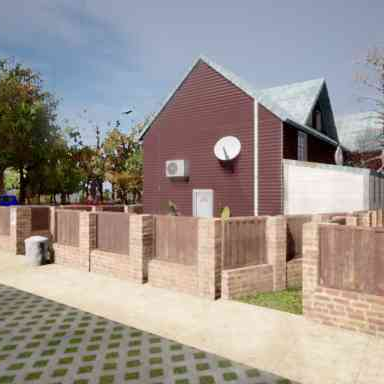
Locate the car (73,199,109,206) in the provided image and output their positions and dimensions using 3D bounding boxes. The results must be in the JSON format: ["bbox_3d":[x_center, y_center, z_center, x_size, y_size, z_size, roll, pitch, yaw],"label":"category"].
[{"bbox_3d":[-11.147,1.568,35.755,1.882,1.535,5.008,0,0,35],"label":"car"}]

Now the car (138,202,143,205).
[{"bbox_3d":[-5.107,1.614,44.186,2.128,1.511,4.902,0,0,36],"label":"car"}]

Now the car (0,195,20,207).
[{"bbox_3d":[-17.133,1.278,27.380,2.150,2.045,5.566,0,0,36],"label":"car"}]
